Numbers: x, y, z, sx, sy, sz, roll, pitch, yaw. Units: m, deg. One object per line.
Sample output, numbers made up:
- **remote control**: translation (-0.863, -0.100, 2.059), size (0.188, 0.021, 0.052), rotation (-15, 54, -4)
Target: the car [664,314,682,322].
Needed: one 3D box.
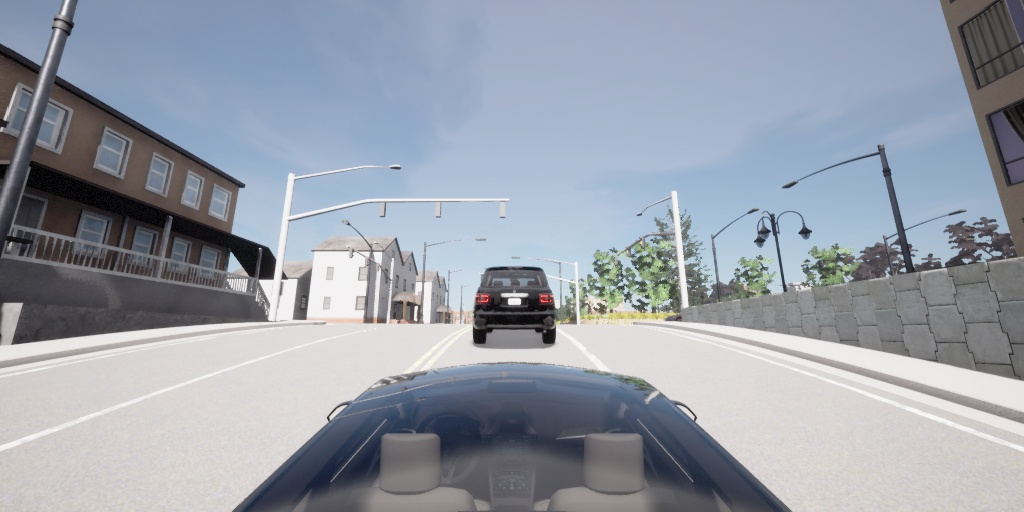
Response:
- **car**: translation (15.872, 5.449, 31.706), size (4.553, 1.767, 2.097), rotation (0, -12, 1)

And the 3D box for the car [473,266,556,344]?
- **car**: translation (0.065, 1.500, 11.165), size (2.150, 2.045, 5.566), rotation (0, -7, 0)
